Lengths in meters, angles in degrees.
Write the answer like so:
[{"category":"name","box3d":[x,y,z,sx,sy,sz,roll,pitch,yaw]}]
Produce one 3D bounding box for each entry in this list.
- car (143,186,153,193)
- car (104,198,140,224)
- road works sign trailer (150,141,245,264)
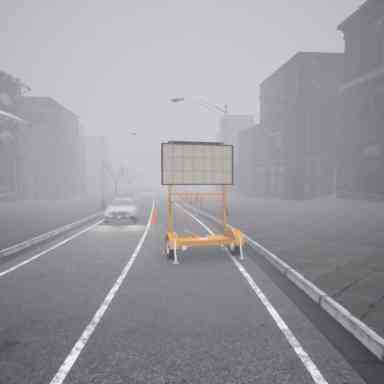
[{"category":"car","box3d":[-9.981,-0.582,75.649,1.994,1.385,4.181,0,4,-6]},{"category":"car","box3d":[-4.260,1.095,20.730,1.812,1.442,4.674,0,0,-6]},{"category":"road works sign trailer","box3d":[0.141,0.174,10.847,2.380,3.560,2.880,-1,1,-16]}]
